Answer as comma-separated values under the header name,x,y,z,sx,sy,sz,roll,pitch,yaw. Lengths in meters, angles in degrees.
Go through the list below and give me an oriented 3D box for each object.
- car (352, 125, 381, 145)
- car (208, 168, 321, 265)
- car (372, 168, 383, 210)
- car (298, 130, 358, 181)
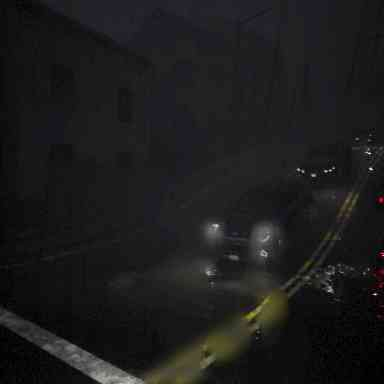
name,x,y,z,sx,sy,sz,roll,pitch,yaw
car,12.692,-4.207,24.719,1.994,1.385,4.181,2,11,37
car,2.356,0.661,10.749,2.097,1.767,4.553,2,16,36
car,8.024,-0.497,12.280,1.895,1.301,4.718,2,22,36
car,6.782,-1.753,16.781,1.837,1.490,4.892,2,20,35
